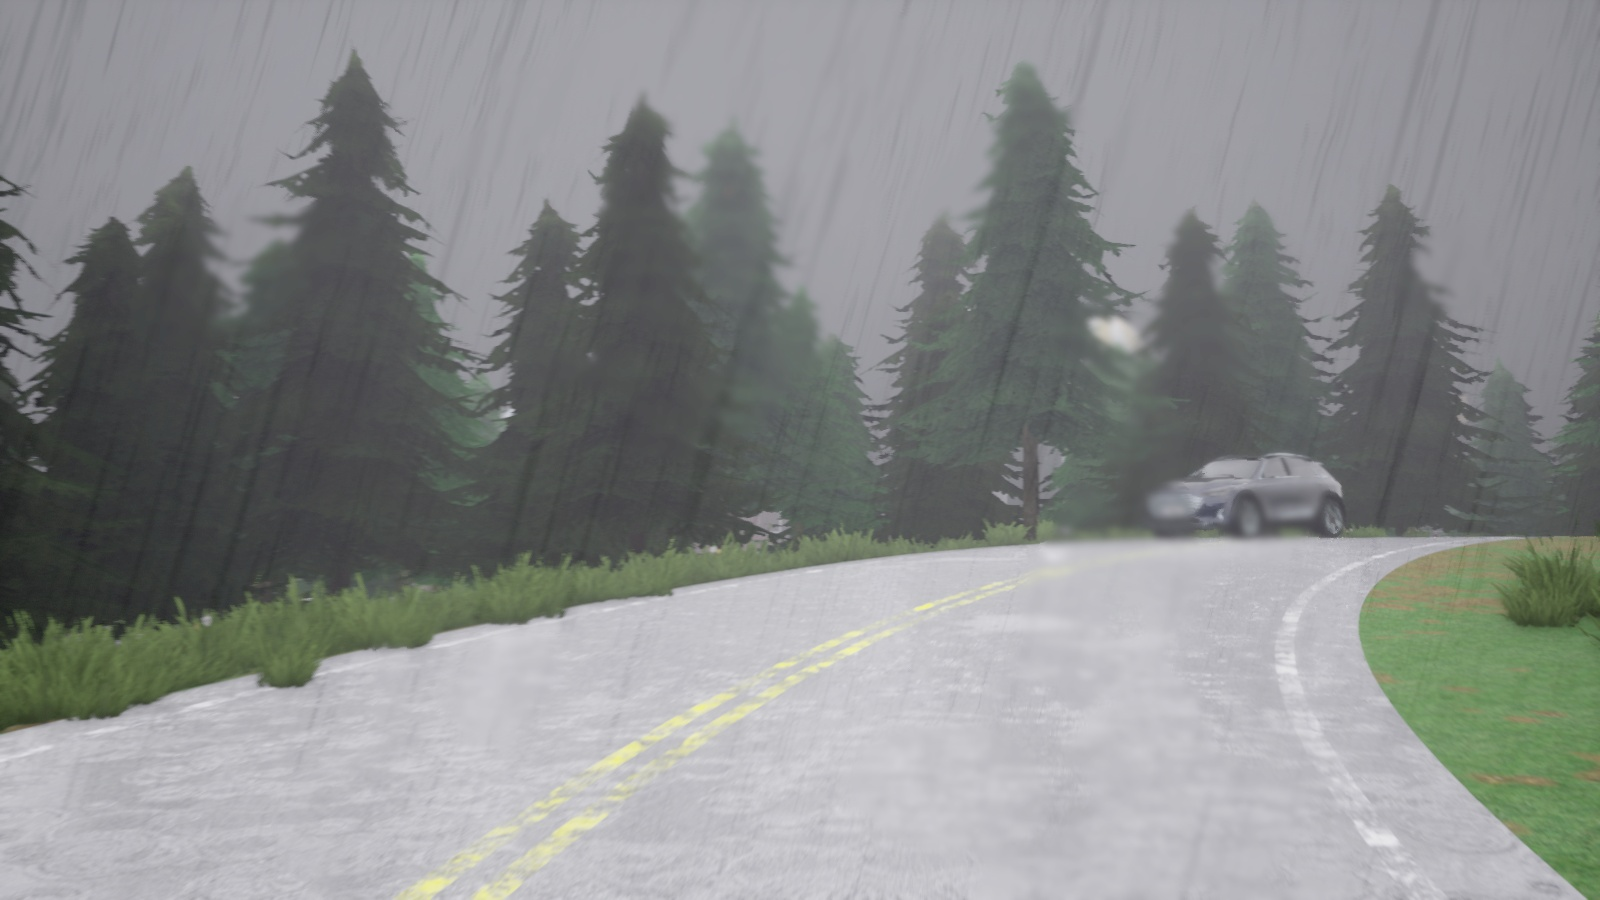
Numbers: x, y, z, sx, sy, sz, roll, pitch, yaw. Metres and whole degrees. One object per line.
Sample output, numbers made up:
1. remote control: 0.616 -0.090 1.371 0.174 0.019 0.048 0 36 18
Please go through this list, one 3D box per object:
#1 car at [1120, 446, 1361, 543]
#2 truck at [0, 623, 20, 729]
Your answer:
1. car: 8.481 0.899 23.984 4.856 1.649 2.033 2 -5 -39
2. truck: -34.378 8.606 46.919 8.468 3.827 2.891 4 -5 -37
